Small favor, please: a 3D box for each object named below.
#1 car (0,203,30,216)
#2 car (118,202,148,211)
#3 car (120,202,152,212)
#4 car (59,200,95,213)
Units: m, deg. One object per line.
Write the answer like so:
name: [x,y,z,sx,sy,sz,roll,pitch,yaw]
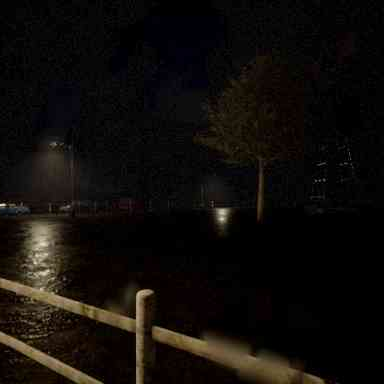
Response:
car: [-20.707,1.948,36.325,2.033,1.411,5.357,-2,-2,35]
car: [-9.233,2.256,52.274,1.812,1.442,4.674,-2,-2,36]
car: [-7.778,2.145,47.973,1.994,1.385,4.181,-2,-2,36]
car: [-15.169,1.909,44.032,2.097,1.767,4.553,-2,-2,36]
